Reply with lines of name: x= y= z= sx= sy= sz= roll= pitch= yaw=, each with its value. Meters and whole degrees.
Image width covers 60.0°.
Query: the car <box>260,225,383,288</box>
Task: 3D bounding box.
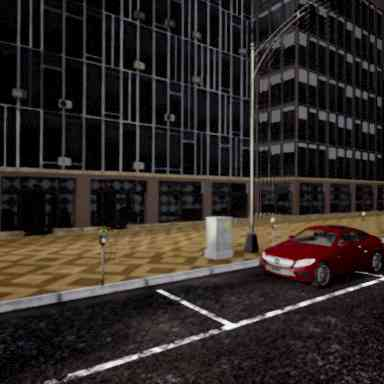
car: x=3.737 y=1.596 z=9.223 sx=4.206 sy=1.307 sz=1.802 roll=0 pitch=0 yaw=-36
